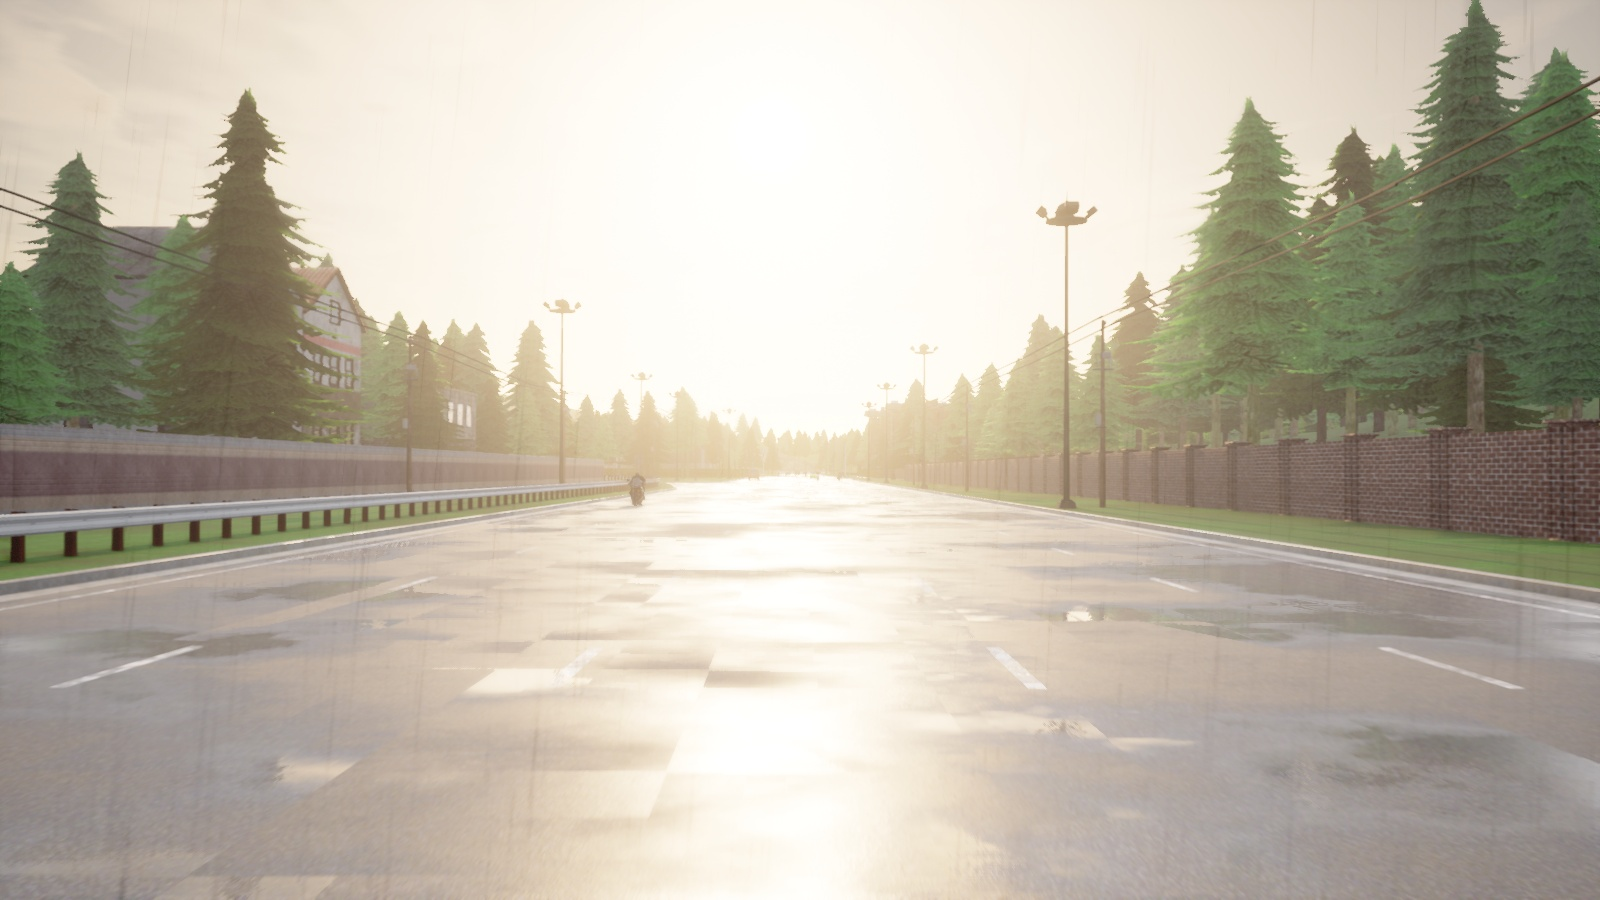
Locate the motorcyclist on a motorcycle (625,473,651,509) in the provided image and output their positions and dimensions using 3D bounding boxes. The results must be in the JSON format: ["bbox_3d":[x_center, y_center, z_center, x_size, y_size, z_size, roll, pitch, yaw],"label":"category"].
[{"bbox_3d":[-7.133,1.804,55.328,0.866,1.530,2.191,0,-1,0],"label":"motorcyclist on a motorcycle"}]
